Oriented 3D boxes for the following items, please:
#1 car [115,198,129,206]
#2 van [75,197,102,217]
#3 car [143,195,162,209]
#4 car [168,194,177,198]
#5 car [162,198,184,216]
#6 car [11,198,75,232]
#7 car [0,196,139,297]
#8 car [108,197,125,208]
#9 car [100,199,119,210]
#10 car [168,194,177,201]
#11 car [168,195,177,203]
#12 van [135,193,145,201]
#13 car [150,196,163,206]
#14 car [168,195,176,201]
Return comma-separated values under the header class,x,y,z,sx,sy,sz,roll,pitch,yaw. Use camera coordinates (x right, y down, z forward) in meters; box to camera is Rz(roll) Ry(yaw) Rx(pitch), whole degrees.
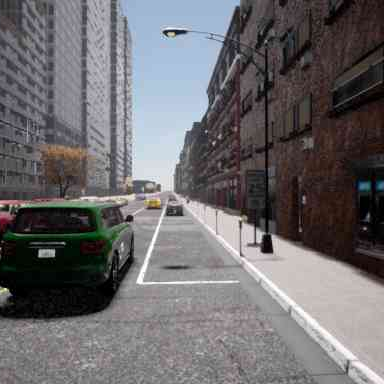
class,x,y,z,sx,sy,sz,roll,pitch,yaw
car,-11.575,1.624,55.277,1.802,1.307,4.206,1,0,-4
van,-10.106,1.378,32.738,1.690,1.788,3.998,0,0,-4
car,-5.140,1.517,45.181,1.882,1.535,5.008,0,0,-3
car,-3.945,1.477,67.113,1.967,1.590,4.097,1,0,-4
car,-1.747,1.584,33.302,2.008,1.369,4.403,0,0,-4
car,-9.373,1.342,21.469,2.192,1.841,5.009,0,0,-4
car,-2.856,1.232,8.822,2.150,2.045,5.566,0,0,-4
car,-11.197,1.568,49.472,1.752,1.417,4.829,1,0,-4
car,-10.841,1.623,44.008,1.802,1.307,4.206,0,0,-4
car,-5.043,1.345,84.014,2.192,1.841,5.009,1,0,-4
car,-4.311,1.476,72.746,1.967,1.590,4.097,1,0,-4
van,-13.405,1.374,83.448,1.690,1.788,3.998,1,0,-4
car,-5.834,1.518,55.369,1.882,1.535,5.008,0,0,-3
car,-5.412,1.571,89.651,1.887,1.381,4.507,1,0,-4
